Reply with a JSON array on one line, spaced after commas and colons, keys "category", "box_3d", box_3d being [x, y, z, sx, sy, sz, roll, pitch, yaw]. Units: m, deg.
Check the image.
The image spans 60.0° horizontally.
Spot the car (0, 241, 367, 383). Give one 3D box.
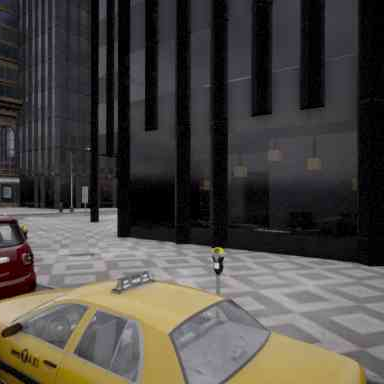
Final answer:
[{"category": "car", "box_3d": [-0.803, 1.525, 3.524, 4.829, 1.417, 1.752, 0, 0, 35]}]

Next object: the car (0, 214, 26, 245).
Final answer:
[{"category": "car", "box_3d": [-5.097, 1.314, 6.552, 5.009, 1.841, 2.192, 0, 0, 35]}]
